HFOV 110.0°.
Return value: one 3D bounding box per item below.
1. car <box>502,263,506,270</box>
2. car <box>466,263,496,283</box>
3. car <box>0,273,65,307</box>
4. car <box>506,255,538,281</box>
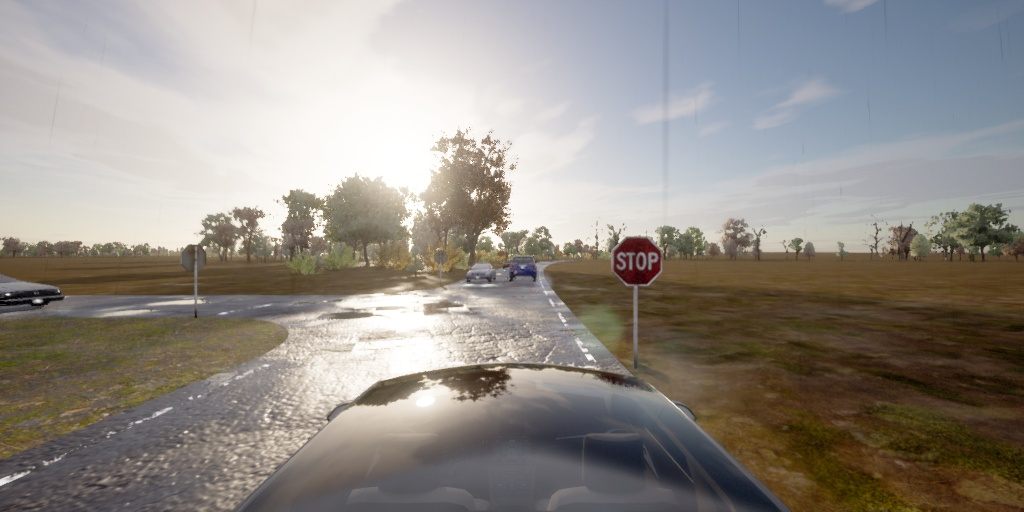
[{"bbox_3d":[-0.288,1.350,53.323,1.895,1.301,4.718,0,0,6],"label":"car"},{"bbox_3d":[-2.341,1.277,28.301,1.812,1.442,4.674,0,0,4],"label":"car"},{"bbox_3d":[-20.437,1.305,13.464,5.357,1.411,2.033,0,0,0],"label":"car"},{"bbox_3d":[0.989,0.971,30.237,2.150,2.045,5.566,0,0,3],"label":"car"}]
